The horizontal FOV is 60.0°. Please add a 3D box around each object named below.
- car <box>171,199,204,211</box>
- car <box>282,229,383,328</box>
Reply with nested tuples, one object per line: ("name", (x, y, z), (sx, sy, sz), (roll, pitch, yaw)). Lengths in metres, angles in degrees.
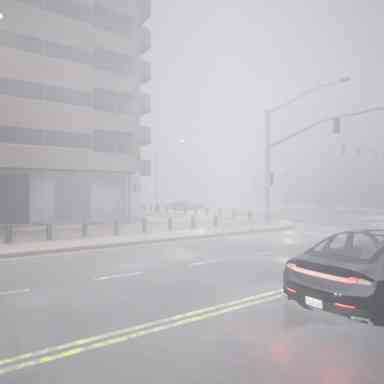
("car", (-0.589, 1.537, 39.414), (1.895, 1.301, 4.718), (0, 0, -35))
("car", (3.876, 1.489, 6.511), (4.902, 1.511, 2.128), (0, 0, -35))
